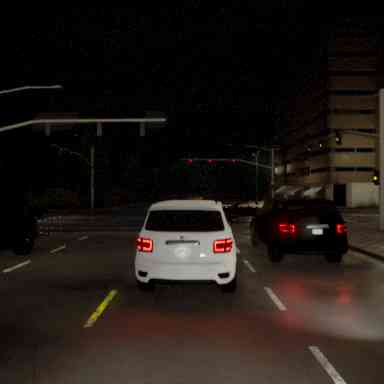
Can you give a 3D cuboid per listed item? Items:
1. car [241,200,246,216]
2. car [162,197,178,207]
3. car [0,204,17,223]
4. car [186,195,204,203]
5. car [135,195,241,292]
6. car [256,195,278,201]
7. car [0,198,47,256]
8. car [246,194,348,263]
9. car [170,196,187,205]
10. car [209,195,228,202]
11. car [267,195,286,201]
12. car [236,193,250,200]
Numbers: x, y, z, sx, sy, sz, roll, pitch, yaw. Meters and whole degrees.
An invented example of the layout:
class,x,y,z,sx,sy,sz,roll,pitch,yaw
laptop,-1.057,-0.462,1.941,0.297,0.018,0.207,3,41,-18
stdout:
class,x,y,z,sx,sy,sz,roll,pitch,yaw
car,4.858,1.600,29.344,4.718,1.301,1.895,0,0,0
car,-3.371,1.484,51.545,1.837,1.490,4.892,0,0,3
car,-16.296,1.646,25.592,4.718,1.301,1.895,0,0,3
car,0.651,1.450,70.309,1.882,1.535,5.008,0,0,23
car,0.015,1.218,9.090,2.150,2.045,5.566,0,0,4
car,18.189,1.508,80.172,5.357,1.411,2.033,0,0,-34
car,-6.917,1.217,10.180,2.150,2.045,5.566,0,0,3
car,3.576,1.217,12.116,2.150,2.045,5.566,0,0,0
car,-2.436,1.481,60.782,1.837,1.490,4.892,0,0,13
car,6.367,1.494,78.940,2.128,1.511,4.902,0,0,38
car,21.827,1.490,86.198,4.674,1.442,1.812,0,0,-22
car,13.060,1.194,80.679,5.566,2.045,2.150,0,0,-41
